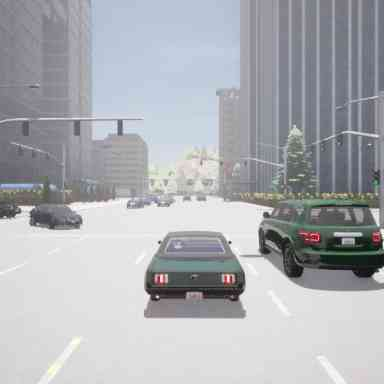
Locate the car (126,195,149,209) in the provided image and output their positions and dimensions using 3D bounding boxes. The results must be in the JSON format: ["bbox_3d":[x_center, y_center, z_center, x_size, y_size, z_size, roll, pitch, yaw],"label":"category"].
[{"bbox_3d":[-7.864,1.491,46.557,2.128,1.511,4.902,0,0,1],"label":"car"}]

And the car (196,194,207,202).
[{"bbox_3d":[2.304,1.348,78.733,2.097,1.767,4.553,0,0,-1],"label":"car"}]

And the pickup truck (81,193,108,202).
[{"bbox_3d":[-21.238,1.058,73.302,2.390,2.098,6.274,0,0,30],"label":"pickup truck"}]

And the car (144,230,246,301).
[{"bbox_3d":[0.066,1.601,8.267,1.895,1.301,4.718,0,0,0],"label":"car"}]

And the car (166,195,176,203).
[{"bbox_3d":[-4.607,1.477,72.784,1.882,1.535,5.008,0,0,-1],"label":"car"}]

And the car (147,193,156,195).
[{"bbox_3d":[-8.032,1.221,66.217,2.150,2.045,5.566,0,0,0],"label":"car"}]

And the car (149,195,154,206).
[{"bbox_3d":[-7.931,1.564,55.468,1.994,1.385,4.181,0,0,-1],"label":"car"}]

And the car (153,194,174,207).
[{"bbox_3d":[-4.386,1.491,52.220,2.128,1.511,4.902,0,0,-1],"label":"car"}]

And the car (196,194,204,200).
[{"bbox_3d":[2.148,1.386,89.013,1.882,1.535,5.008,0,0,-1],"label":"car"}]

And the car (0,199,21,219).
[{"bbox_3d":[-17.555,1.220,28.101,5.566,2.045,2.150,0,0,0],"label":"car"}]

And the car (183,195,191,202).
[{"bbox_3d":[-1.192,1.500,78.461,1.837,1.490,4.892,0,0,-1],"label":"car"}]

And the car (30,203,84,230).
[{"bbox_3d":[-8.680,1.505,21.219,4.892,1.490,1.837,0,-3,44],"label":"car"}]

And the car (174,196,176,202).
[{"bbox_3d":[-4.511,1.491,62.475,2.128,1.511,4.902,0,0,0],"label":"car"}]

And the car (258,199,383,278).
[{"bbox_3d":[3.576,1.221,10.299,2.150,2.045,5.566,0,0,0],"label":"car"}]
